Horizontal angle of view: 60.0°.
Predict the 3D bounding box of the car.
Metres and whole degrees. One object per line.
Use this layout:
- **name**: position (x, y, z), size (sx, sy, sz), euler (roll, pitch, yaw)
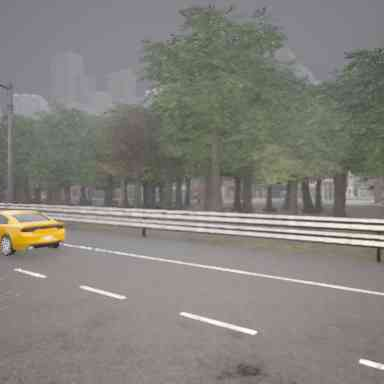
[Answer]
- **car**: position (-7.122, 1.476, 13.258), size (5.008, 1.535, 1.882), euler (0, 0, 36)
